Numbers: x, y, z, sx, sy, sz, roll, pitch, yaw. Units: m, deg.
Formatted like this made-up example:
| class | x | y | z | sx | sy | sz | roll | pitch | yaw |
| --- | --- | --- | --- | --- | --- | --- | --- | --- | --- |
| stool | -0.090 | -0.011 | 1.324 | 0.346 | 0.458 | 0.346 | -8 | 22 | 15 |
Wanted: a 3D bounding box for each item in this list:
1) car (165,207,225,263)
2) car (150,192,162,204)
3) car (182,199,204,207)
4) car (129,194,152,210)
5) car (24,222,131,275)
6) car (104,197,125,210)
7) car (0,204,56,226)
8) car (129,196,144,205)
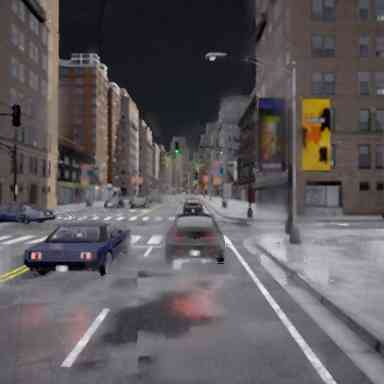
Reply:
| class | x | y | z | sx | sy | sz | roll | pitch | yaw |
| --- | --- | --- | --- | --- | --- | --- | --- | --- | --- |
| car | 0.094 | 1.480 | 11.804 | 1.837 | 1.490 | 4.892 | 0 | 0 | 0 |
| car | -6.520 | 1.104 | 58.733 | 2.150 | 2.045 | 5.566 | 0 | 0 | 1 |
| car | 0.106 | 1.433 | 32.971 | 1.837 | 1.490 | 4.892 | 0 | 0 | 0 |
| car | -6.575 | 1.415 | 42.276 | 1.837 | 1.490 | 4.892 | 0 | 0 | 0 |
| car | -3.160 | 1.580 | 10.335 | 1.895 | 1.301 | 4.718 | 0 | 0 | 0 |
| car | -9.825 | 1.400 | 42.248 | 2.128 | 1.511 | 4.902 | 0 | 0 | 0 |
| car | -12.127 | 1.500 | 22.768 | 5.357 | 1.411 | 2.033 | 0 | -1 | 10 |
| car | -9.776 | 1.448 | 58.725 | 1.994 | 1.385 | 4.181 | 0 | 0 | 1 |
